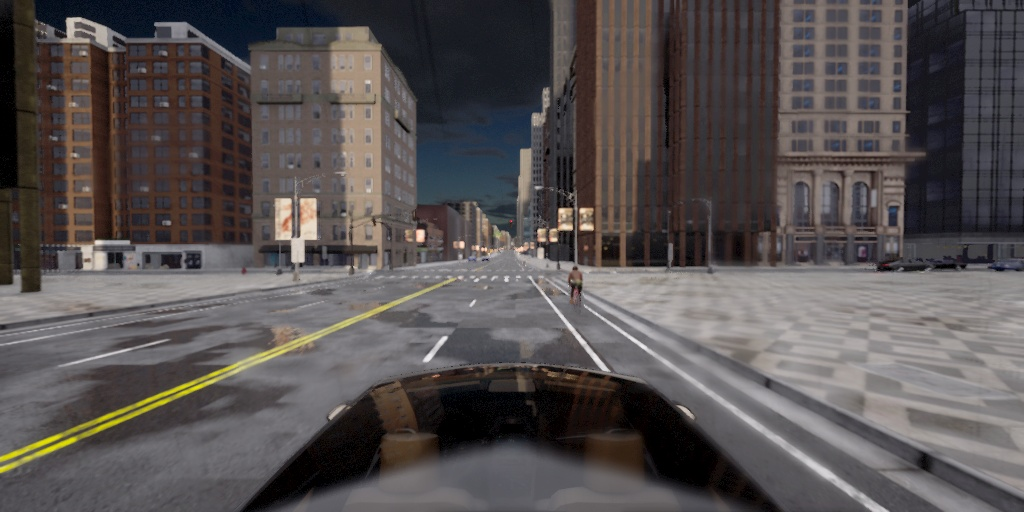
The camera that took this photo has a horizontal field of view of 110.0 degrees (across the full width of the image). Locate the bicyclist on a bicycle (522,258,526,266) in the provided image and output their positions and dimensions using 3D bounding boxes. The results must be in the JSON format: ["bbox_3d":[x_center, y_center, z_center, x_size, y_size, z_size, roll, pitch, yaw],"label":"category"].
[{"bbox_3d":[2.235,1.103,65.193,0.866,1.612,1.509,0,0,0],"label":"bicyclist on a bicycle"}]

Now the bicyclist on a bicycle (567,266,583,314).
[{"bbox_3d":[2.247,1.179,12.633,0.582,1.620,1.656,0,0,0],"label":"bicyclist on a bicycle"}]

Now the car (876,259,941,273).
[{"bbox_3d":[41.544,1.041,37.918,4.892,1.490,1.837,-1,1,0],"label":"car"}]

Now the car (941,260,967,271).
[{"bbox_3d":[48.557,1.048,40.973,4.718,1.301,1.895,0,1,0],"label":"car"}]
